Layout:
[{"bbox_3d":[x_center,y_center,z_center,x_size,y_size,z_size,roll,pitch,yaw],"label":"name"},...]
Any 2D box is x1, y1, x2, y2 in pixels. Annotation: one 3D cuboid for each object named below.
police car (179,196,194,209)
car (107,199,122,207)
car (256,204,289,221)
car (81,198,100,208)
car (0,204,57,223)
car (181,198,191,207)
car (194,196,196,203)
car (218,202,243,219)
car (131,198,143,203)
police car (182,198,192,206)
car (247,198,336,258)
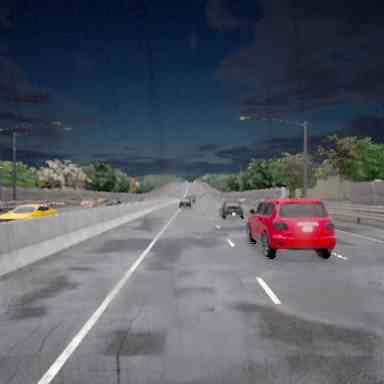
[{"bbox_3d":[-1.052,1.775,52.711,1.930,1.638,5.238,0,-1,0],"label":"police car"},{"bbox_3d":[-14.030,2.003,60.676,1.994,1.385,4.181,0,-1,1],"label":"car"},{"bbox_3d":[7.099,1.752,29.820,1.895,1.301,4.718,0,0,0],"label":"car"},{"bbox_3d":[-17.545,1.755,57.625,2.097,1.767,4.553,0,-1,1],"label":"car"},{"bbox_3d":[-10.599,1.569,21.786,1.882,1.535,5.008,0,0,0],"label":"car"},{"bbox_3d":[-1.052,1.943,62.608,1.882,1.535,5.008,0,-1,0],"label":"car"},{"bbox_3d":[-0.004,2.174,87.113,1.882,1.535,5.008,0,-1,0],"label":"car"},{"bbox_3d":[3.599,1.665,31.017,1.837,1.490,4.892,0,0,0],"label":"car"},{"bbox_3d":[-10.513,1.969,63.647,1.837,1.490,4.892,0,0,0],"label":"car"},{"bbox_3d":[-1.053,1.970,68.724,1.930,1.638,5.238,0,-1,0],"label":"police car"},{"bbox_3d":[3.600,1.261,13.034,2.150,2.045,5.566,0,0,0],"label":"car"}]
